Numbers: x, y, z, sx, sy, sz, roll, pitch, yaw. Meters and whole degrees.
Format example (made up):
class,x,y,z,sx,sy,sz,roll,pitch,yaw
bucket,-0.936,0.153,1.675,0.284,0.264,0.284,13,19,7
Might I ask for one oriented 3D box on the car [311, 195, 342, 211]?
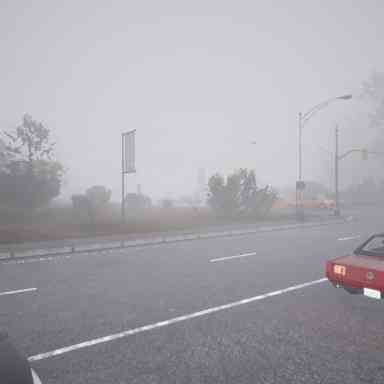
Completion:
class,x,y,z,sx,sy,sz,roll,pitch,yaw
car,13.785,1.121,37.284,2.097,1.767,4.553,-1,0,-39

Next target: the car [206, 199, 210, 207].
class,x,y,z,sx,sy,sz,roll,pitch,yaw
car,3.974,1.281,43.872,1.882,1.535,5.008,-1,0,-39

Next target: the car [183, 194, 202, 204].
class,x,y,z,sx,sy,sz,roll,pitch,yaw
car,-0.383,1.131,54.864,2.097,1.767,4.553,-1,0,-39

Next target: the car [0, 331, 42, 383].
class,x,y,z,sx,sy,sz,roll,pitch,yaw
car,-3.171,1.601,1.471,4.718,1.301,1.895,0,0,-36

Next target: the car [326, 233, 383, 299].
class,x,y,z,sx,sy,sz,roll,pitch,yaw
car,5.133,1.569,7.433,4.718,1.301,1.895,0,0,-36

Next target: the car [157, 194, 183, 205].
class,x,y,z,sx,sy,sz,roll,pitch,yaw
car,-3.861,1.373,53.614,1.994,1.385,4.181,-1,0,-38

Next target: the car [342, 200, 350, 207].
class,x,y,z,sx,sy,sz,roll,pitch,yaw
car,17.876,1.312,43.424,1.895,1.301,4.718,-1,0,-37

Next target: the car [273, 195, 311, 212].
class,x,y,z,sx,sy,sz,roll,pitch,yaw
car,9.948,1.276,36.466,1.882,1.535,5.008,-1,0,-39
